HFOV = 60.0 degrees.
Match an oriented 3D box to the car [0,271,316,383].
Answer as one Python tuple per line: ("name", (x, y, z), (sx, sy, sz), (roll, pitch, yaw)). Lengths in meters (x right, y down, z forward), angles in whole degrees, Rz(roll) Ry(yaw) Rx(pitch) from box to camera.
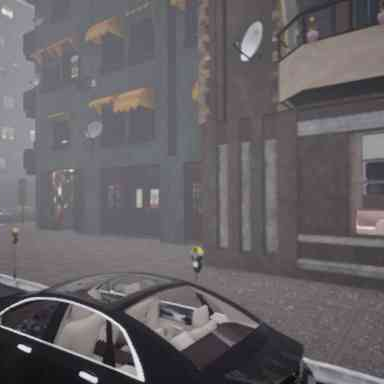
("car", (-1.007, 1.577, 3.590), (4.403, 1.369, 2.008), (-1, 0, 35))

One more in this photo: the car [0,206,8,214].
("car", (-19.595, 1.666, 30.016), (2.008, 1.369, 4.403), (0, 1, 35))

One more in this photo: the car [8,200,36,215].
("car", (-16.509, 1.567, 34.443), (1.752, 1.417, 4.829), (0, 1, 35))
